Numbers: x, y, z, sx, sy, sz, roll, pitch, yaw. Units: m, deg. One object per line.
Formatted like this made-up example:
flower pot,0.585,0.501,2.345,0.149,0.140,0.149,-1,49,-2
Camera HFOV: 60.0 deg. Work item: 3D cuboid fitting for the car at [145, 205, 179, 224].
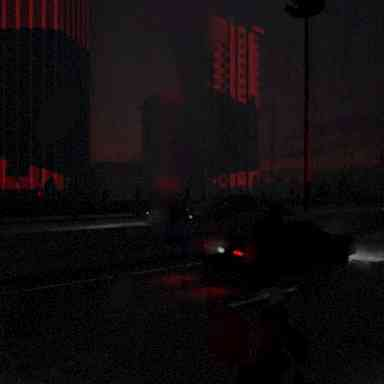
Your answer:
car,-1.050,1.602,24.736,4.718,1.301,1.895,0,0,-35

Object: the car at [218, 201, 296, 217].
car,4.263,1.495,19.926,4.902,1.511,2.128,0,0,-35

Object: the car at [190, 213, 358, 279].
car,2.783,1.548,10.029,5.357,1.411,2.033,0,0,-35

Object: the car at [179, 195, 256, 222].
car,2.176,1.224,22.738,5.566,2.045,2.150,0,0,-35
